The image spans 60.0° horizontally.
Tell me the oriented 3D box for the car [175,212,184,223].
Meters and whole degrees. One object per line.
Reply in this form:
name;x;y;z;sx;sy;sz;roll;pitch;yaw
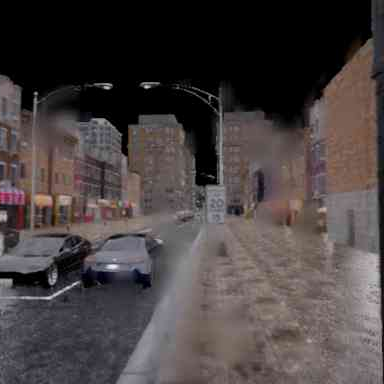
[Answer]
car;-2.623;3.708;44.229;2.008;1.369;4.403;0;-3;3

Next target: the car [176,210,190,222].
car;-1.966;4.053;55.434;2.192;1.841;5.009;0;-3;3

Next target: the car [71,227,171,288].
car;-1.952;2.027;10.677;1.994;1.385;4.181;0;-3;3

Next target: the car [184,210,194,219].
car;-0.655;5.239;77.820;2.192;1.841;5.009;0;-3;3

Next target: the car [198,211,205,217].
car;2.391;5.651;84.762;2.033;1.411;5.357;0;-3;3

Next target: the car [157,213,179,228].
car;-2.951;3.452;38.630;1.802;1.307;4.206;0;-3;3

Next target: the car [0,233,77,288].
car;-4.590;2.028;10.647;1.947;1.339;4.313;0;-3;3

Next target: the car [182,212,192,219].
car;-0.994;5.141;72.043;1.752;1.417;4.829;0;-3;3

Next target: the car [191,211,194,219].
car;-1.311;4.642;66.627;2.192;1.841;5.009;0;-3;3
